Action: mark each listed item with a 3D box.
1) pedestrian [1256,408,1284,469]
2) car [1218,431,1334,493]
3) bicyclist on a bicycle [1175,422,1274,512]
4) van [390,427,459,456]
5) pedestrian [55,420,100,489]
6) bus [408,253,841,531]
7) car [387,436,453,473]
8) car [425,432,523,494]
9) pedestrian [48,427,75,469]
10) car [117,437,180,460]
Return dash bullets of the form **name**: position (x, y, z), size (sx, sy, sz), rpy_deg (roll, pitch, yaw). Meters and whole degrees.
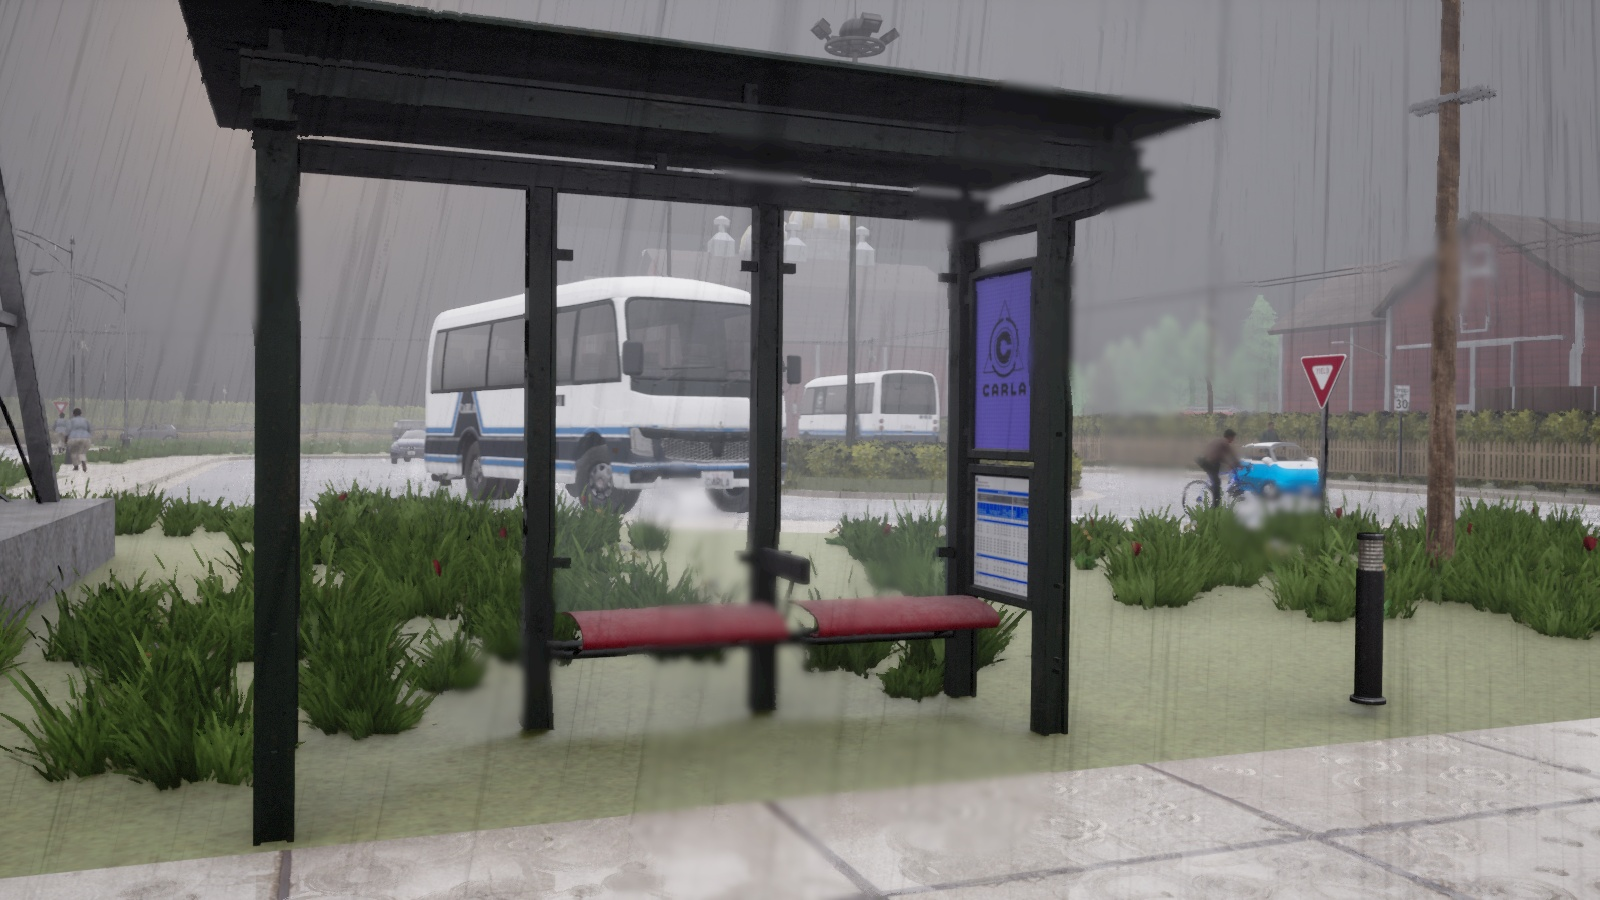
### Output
- **pedestrian**: position (15.078, -0.366, 40.323), size (0.423, 1.949, 0.788), rpy_deg (-1, 1, -20)
- **car**: position (11.235, 0.249, 29.740), size (1.481, 1.376, 2.207), rpy_deg (-1, 1, -21)
- **bicyclist on a bicycle**: position (7.758, 0.293, 22.972), size (1.656, 1.620, 0.582), rpy_deg (0, 1, -15)
- **van**: position (-27.030, -0.634, 90.366), size (4.442, 1.987, 1.775), rpy_deg (-2, 1, -30)
- **pedestrian**: position (-19.986, 0.113, 34.740), size (0.874, 1.855, 0.900), rpy_deg (-2, 1, -44)
- **bus**: position (-3.936, -0.935, 24.532), size (3.944, 4.253, 10.273), rpy_deg (-2, 1, -36)
- **car**: position (-15.542, 0.152, 51.588), size (1.812, 1.442, 4.674), rpy_deg (-1, 1, -7)
- **car**: position (-8.853, 0.290, 33.810), size (2.007, 1.525, 4.514), rpy_deg (-1, 1, -22)
- **pedestrian**: position (-32.717, -0.099, 55.659), size (0.874, 1.855, 0.900), rpy_deg (-1, 1, -23)
- **car**: position (-44.951, -0.113, 86.722), size (3.633, 1.501, 1.845), rpy_deg (-1, 1, -21)
